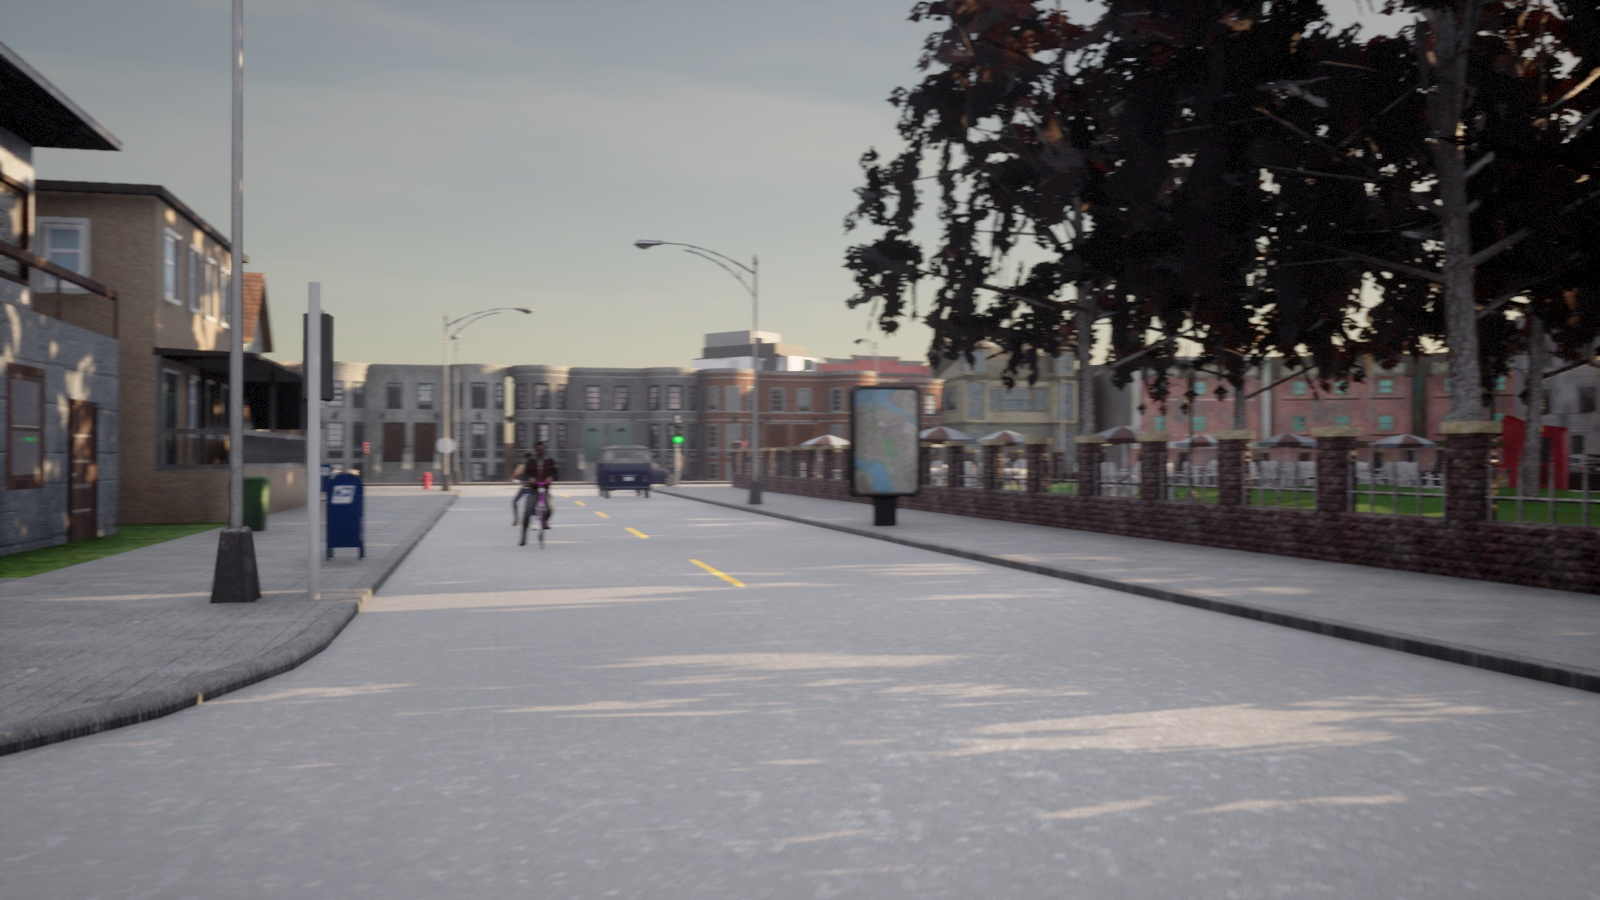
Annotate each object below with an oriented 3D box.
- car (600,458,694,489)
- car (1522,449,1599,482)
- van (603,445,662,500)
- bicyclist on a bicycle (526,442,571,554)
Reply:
[{"bbox_3d":[-7.616,1.167,62.947,2.163,1.488,4.792,-1,-1,32],"label":"car"},{"bbox_3d":[40.100,0.789,64.893,2.242,1.667,4.611,0,0,-13],"label":"car"},{"bbox_3d":[-6.363,0.820,47.428,1.775,1.987,4.442,0,0,-13],"label":"van"},{"bbox_3d":[-4.171,0.764,20.750,0.659,1.776,1.843,0,-1,-13],"label":"bicyclist on a bicycle"}]
